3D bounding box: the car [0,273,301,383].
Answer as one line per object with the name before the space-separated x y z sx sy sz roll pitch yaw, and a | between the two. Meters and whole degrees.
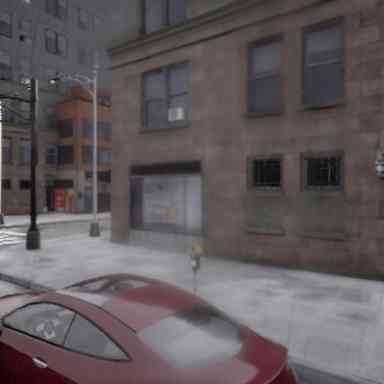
car | -1.007 1.569 3.542 4.206 1.307 1.802 0 0 36
